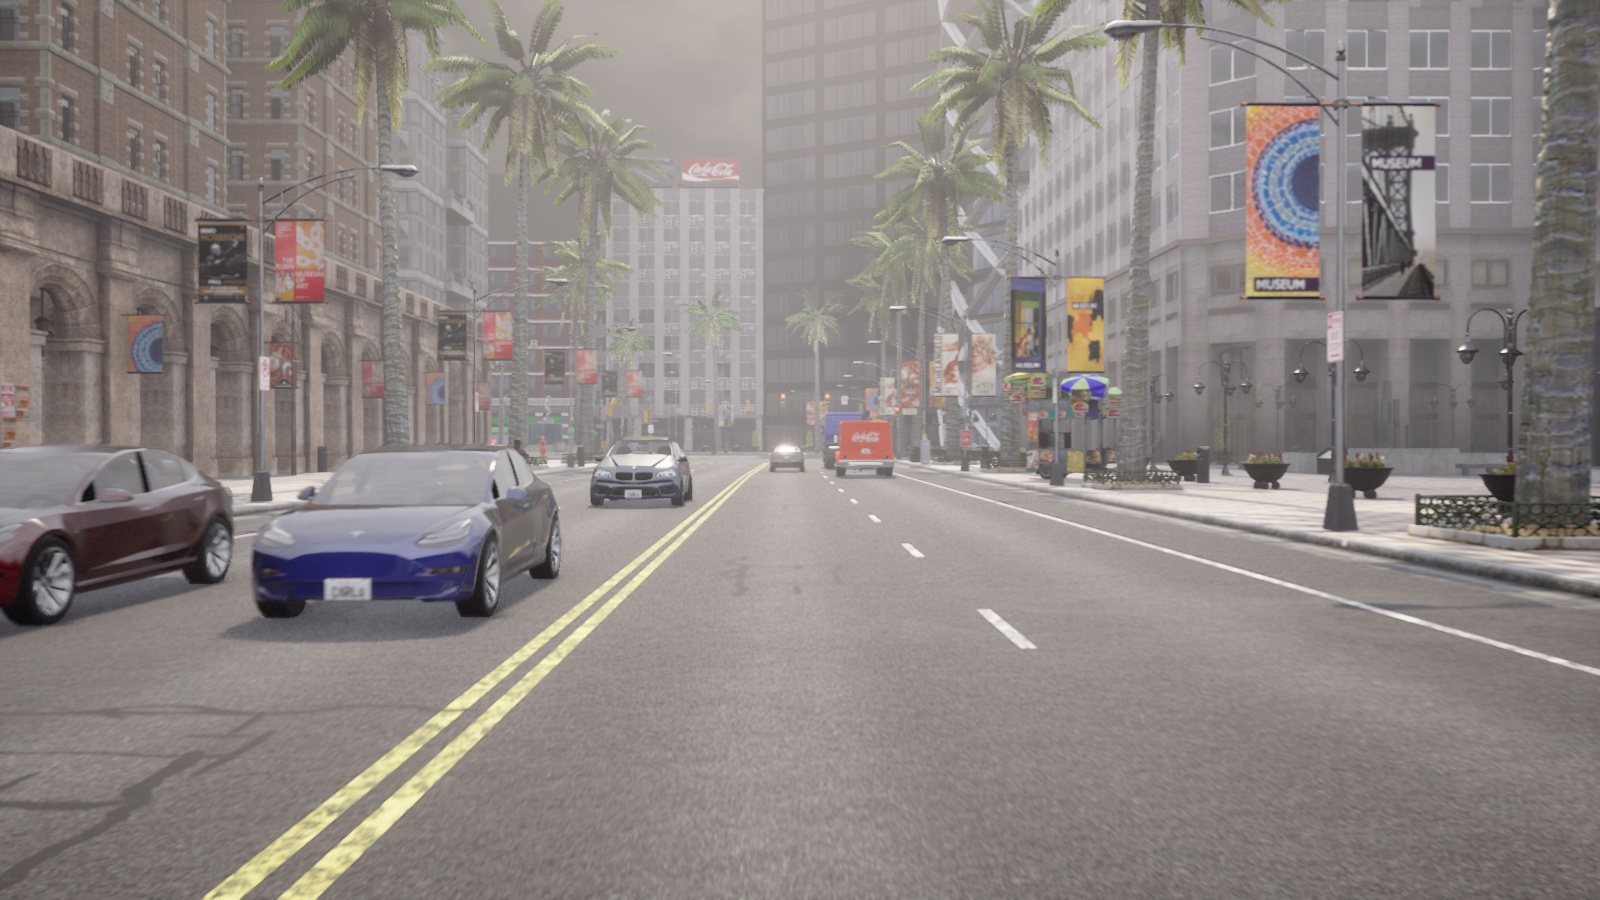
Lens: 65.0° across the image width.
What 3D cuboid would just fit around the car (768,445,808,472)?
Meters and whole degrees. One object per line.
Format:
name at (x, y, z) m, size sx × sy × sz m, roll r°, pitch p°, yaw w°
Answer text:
car at (-0.616, 0.419, 66.335) m, size 2.033 × 1.411 × 5.357 m, roll 0°, pitch 0°, yaw 0°

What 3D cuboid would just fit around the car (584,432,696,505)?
car at (-3.840, 0.414, 30.998) m, size 2.242 × 1.667 × 4.611 m, roll 0°, pitch 0°, yaw -1°

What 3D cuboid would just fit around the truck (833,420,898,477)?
truck at (2.876, -0.061, 56.718) m, size 2.627 × 2.467 × 5.204 m, roll 0°, pitch 0°, yaw 0°

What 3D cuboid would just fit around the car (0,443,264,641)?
car at (-7.114, 0.676, 11.778) m, size 2.163 × 1.488 × 4.792 m, roll 0°, pitch 0°, yaw -1°

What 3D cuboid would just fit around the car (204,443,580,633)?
car at (-3.619, 0.675, 12.249) m, size 2.163 × 1.488 × 4.792 m, roll 0°, pitch 0°, yaw -1°

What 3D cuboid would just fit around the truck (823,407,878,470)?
truck at (2.882, -0.649, 73.588) m, size 2.891 × 3.462 × 7.936 m, roll 0°, pitch 0°, yaw 0°
